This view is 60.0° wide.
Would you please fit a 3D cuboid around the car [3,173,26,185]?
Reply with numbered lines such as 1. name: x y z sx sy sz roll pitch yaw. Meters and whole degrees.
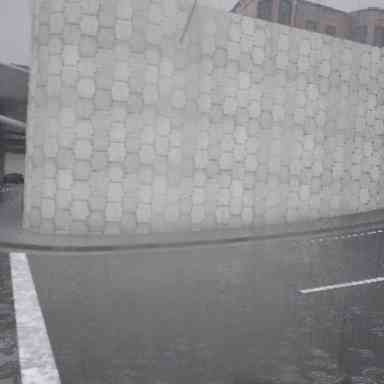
1. car: -24.370 -1.721 45.766 1.994 1.385 4.181 3 2 -12

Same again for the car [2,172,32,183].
1. car: -28.368 -2.350 54.150 1.837 1.490 4.892 4 2 7
